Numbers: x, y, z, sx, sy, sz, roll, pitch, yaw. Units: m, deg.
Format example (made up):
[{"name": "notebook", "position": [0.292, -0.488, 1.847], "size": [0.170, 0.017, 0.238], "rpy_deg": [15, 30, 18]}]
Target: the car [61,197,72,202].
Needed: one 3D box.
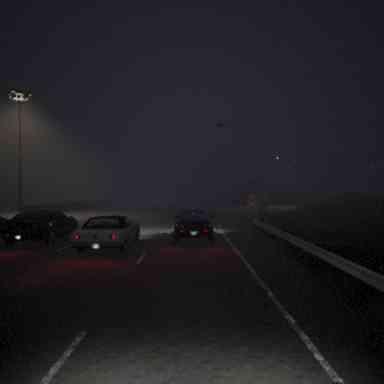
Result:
[{"name": "car", "position": [-31.575, 2.198, 85.120], "size": [2.150, 2.045, 5.566], "rpy_deg": [0, -2, 0]}]

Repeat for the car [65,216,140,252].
[{"name": "car", "position": [-3.425, 1.654, 14.099], "size": [1.895, 1.301, 4.718], "rpy_deg": [0, 0, 0]}]

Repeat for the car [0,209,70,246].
[{"name": "car", "position": [-6.924, 1.564, 15.700], "size": [1.837, 1.490, 4.892], "rpy_deg": [0, 0, 0]}]

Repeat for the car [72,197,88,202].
[{"name": "car", "position": [-28.075, 2.197, 85.123], "size": [2.150, 2.045, 5.566], "rpy_deg": [0, -2, 0]}]

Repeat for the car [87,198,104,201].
[{"name": "car", "position": [-24.575, 2.525, 85.144], "size": [1.994, 1.385, 4.181], "rpy_deg": [0, -2, 0]}]

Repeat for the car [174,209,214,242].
[{"name": "car", "position": [0.078, 1.587, 16.555], "size": [1.812, 1.442, 4.674], "rpy_deg": [0, 0, 0]}]
